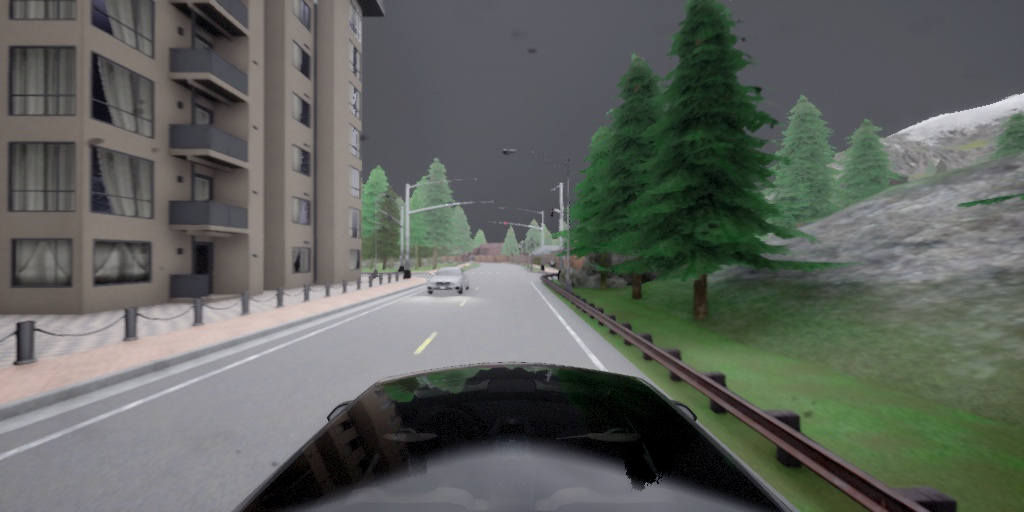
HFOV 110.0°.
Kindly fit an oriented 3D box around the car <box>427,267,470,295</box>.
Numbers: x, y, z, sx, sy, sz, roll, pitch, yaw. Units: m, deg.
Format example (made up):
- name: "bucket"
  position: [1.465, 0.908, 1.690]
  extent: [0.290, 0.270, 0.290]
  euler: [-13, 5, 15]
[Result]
- name: "car"
  position: [-3.500, 1.336, 20.404]
  extent: [1.812, 1.442, 4.674]
  euler: [0, 0, 0]
